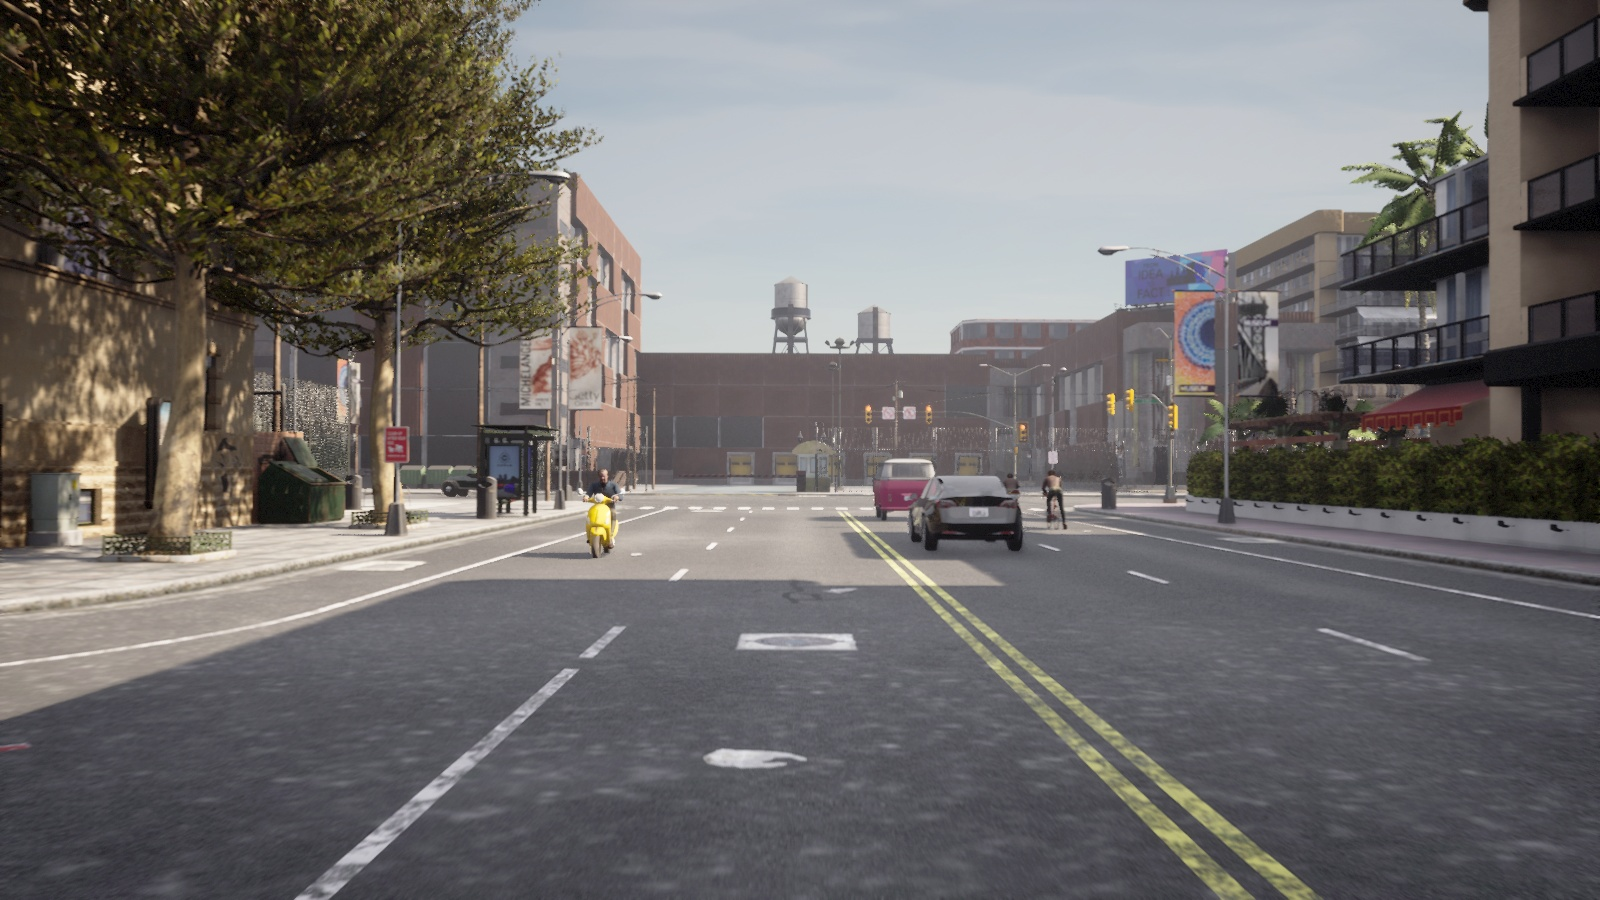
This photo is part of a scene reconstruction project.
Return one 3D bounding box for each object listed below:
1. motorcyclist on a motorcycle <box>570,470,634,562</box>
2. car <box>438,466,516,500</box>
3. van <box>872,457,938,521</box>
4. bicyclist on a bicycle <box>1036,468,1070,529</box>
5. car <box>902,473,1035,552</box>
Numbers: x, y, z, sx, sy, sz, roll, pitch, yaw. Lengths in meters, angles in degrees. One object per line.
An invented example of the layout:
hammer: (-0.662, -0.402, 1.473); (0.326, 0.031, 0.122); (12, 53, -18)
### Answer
motorcyclist on a motorcycle: (-3.556, 1.162, 22.704); (0.866, 1.590, 1.817); (0, -1, 0)
car: (-18.324, 1.877, 71.270); (3.866, 1.878, 1.905); (0, -1, 9)
van: (3.397, 1.245, 41.271); (1.775, 1.987, 4.442); (0, -1, 0)
bicyclist on a bicycle: (6.915, 1.316, 34.427); (0.582, 1.620, 1.656); (0, -1, 0)
car: (3.434, 1.245, 26.541); (2.163, 1.488, 4.792); (0, -1, 0)
